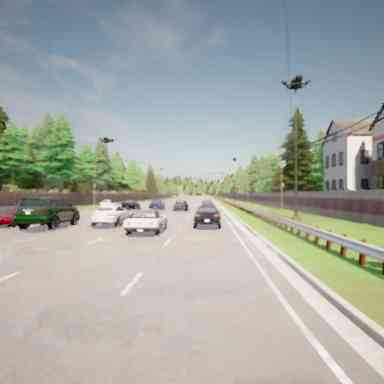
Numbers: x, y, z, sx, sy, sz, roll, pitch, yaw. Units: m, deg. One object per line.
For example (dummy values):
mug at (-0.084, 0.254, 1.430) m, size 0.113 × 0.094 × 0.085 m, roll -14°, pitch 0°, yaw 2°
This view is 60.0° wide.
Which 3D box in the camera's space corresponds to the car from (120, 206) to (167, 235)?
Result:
car at (-2.609, 1.737, 19.773) m, size 1.895 × 1.301 × 4.718 m, roll 0°, pitch 0°, yaw 3°

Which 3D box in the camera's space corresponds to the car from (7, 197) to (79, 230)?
car at (-9.497, 1.358, 22.196) m, size 2.150 × 2.045 × 5.566 m, roll 0°, pitch -1°, yaw 3°

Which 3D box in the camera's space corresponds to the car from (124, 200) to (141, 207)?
car at (-8.427, 1.789, 46.088) m, size 1.882 × 1.535 × 5.008 m, roll 0°, pitch 0°, yaw 3°

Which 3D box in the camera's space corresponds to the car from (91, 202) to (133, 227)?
car at (-5.896, 1.687, 24.193) m, size 1.812 × 1.442 × 4.674 m, roll 0°, pitch -1°, yaw 3°

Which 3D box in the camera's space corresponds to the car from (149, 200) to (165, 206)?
car at (-4.881, 1.849, 46.828) m, size 1.812 × 1.442 × 4.674 m, roll 0°, pitch 0°, yaw 3°

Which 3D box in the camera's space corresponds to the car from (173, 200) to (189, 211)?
car at (-1.460, 1.813, 45.308) m, size 2.128 × 1.511 × 4.902 m, roll 0°, pitch 0°, yaw 3°

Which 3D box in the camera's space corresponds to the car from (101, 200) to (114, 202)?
car at (-11.882, 1.836, 47.017) m, size 1.812 × 1.442 × 4.674 m, roll 0°, pitch 0°, yaw 3°

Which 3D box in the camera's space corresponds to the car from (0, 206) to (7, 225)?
car at (-12.916, 1.707, 23.985) m, size 1.994 × 1.385 × 4.181 m, roll 0°, pitch 0°, yaw 3°

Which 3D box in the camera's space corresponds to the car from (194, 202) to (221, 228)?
car at (1.085, 1.698, 23.656) m, size 1.812 × 1.442 × 4.674 m, roll 0°, pitch -1°, yaw 3°
